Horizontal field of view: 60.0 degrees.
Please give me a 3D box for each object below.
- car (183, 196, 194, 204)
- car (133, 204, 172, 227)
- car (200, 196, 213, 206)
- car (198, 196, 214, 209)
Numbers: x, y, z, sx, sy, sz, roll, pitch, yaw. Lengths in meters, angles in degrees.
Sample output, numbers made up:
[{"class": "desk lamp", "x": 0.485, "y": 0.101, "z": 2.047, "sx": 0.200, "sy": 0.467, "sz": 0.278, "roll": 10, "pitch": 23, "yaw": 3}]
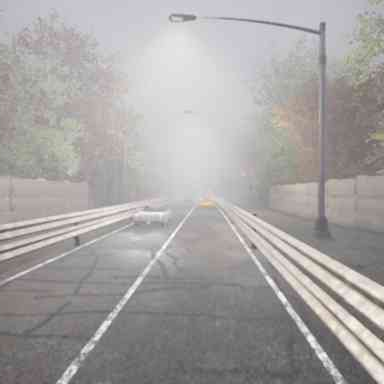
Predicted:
[{"class": "car", "x": -0.581, "y": 1.476, "z": 62.360, "sx": 2.033, "sy": 1.411, "sz": 5.357, "roll": 0, "pitch": -1, "yaw": 3}, {"class": "car", "x": -2.449, "y": 1.469, "z": 21.605, "sx": 1.895, "sy": 1.301, "sz": 4.718, "roll": 0, "pitch": 0, "yaw": 3}, {"class": "car", "x": 2.269, "y": 1.347, "z": 52.645, "sx": 1.882, "sy": 1.535, "sz": 5.008, "roll": 0, "pitch": 0, "yaw": 3}, {"class": "car", "x": 1.816, "y": 1.310, "z": 42.341, "sx": 1.882, "sy": 1.535, "sz": 5.008, "roll": 0, "pitch": 0, "yaw": 3}]
